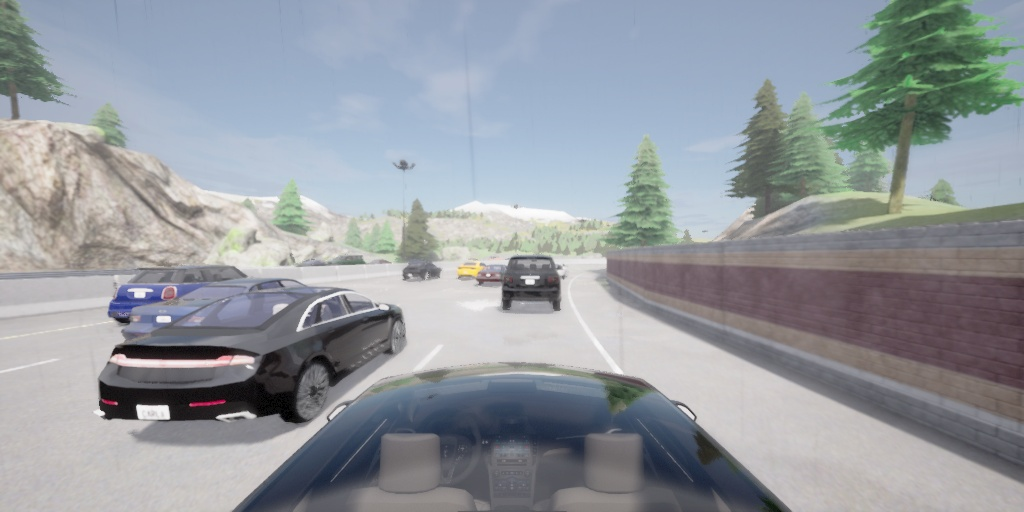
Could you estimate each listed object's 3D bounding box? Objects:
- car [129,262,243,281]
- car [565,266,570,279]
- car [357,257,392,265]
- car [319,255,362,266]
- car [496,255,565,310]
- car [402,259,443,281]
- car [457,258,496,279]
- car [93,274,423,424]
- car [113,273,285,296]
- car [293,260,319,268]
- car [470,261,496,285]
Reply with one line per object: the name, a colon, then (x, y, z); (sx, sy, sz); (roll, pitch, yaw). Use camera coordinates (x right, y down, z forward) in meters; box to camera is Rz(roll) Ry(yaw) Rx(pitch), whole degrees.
car: (-9.880, 1.066, 11.788); (2.097, 1.767, 4.553); (0, 0, 4)
car: (4.058, 1.273, 32.478); (1.812, 1.442, 4.674); (0, 0, 14)
car: (-17.549, 1.199, 46.835); (1.812, 1.442, 4.674); (0, 0, 17)
car: (-21.433, 0.882, 46.169); (2.150, 2.045, 5.566); (0, 0, 17)
car: (0.893, 0.968, 14.821); (2.150, 2.045, 5.566); (0, 0, 6)
car: (-7.311, 1.218, 29.794); (1.837, 1.490, 4.892); (0, 0, 12)
car: (-3.270, 1.202, 31.929); (1.882, 1.535, 5.008); (0, 0, 13)
car: (-3.233, 1.229, 5.736); (2.128, 1.511, 4.902); (0, 0, 2)
car: (-6.598, 1.273, 9.456); (2.033, 1.411, 5.357); (0, 0, 4)
car: (-25.162, 1.197, 45.846); (2.033, 1.411, 5.357); (0, 0, 16)
car: (-1.064, 1.282, 25.611); (2.033, 1.411, 5.357); (0, 0, 11)
